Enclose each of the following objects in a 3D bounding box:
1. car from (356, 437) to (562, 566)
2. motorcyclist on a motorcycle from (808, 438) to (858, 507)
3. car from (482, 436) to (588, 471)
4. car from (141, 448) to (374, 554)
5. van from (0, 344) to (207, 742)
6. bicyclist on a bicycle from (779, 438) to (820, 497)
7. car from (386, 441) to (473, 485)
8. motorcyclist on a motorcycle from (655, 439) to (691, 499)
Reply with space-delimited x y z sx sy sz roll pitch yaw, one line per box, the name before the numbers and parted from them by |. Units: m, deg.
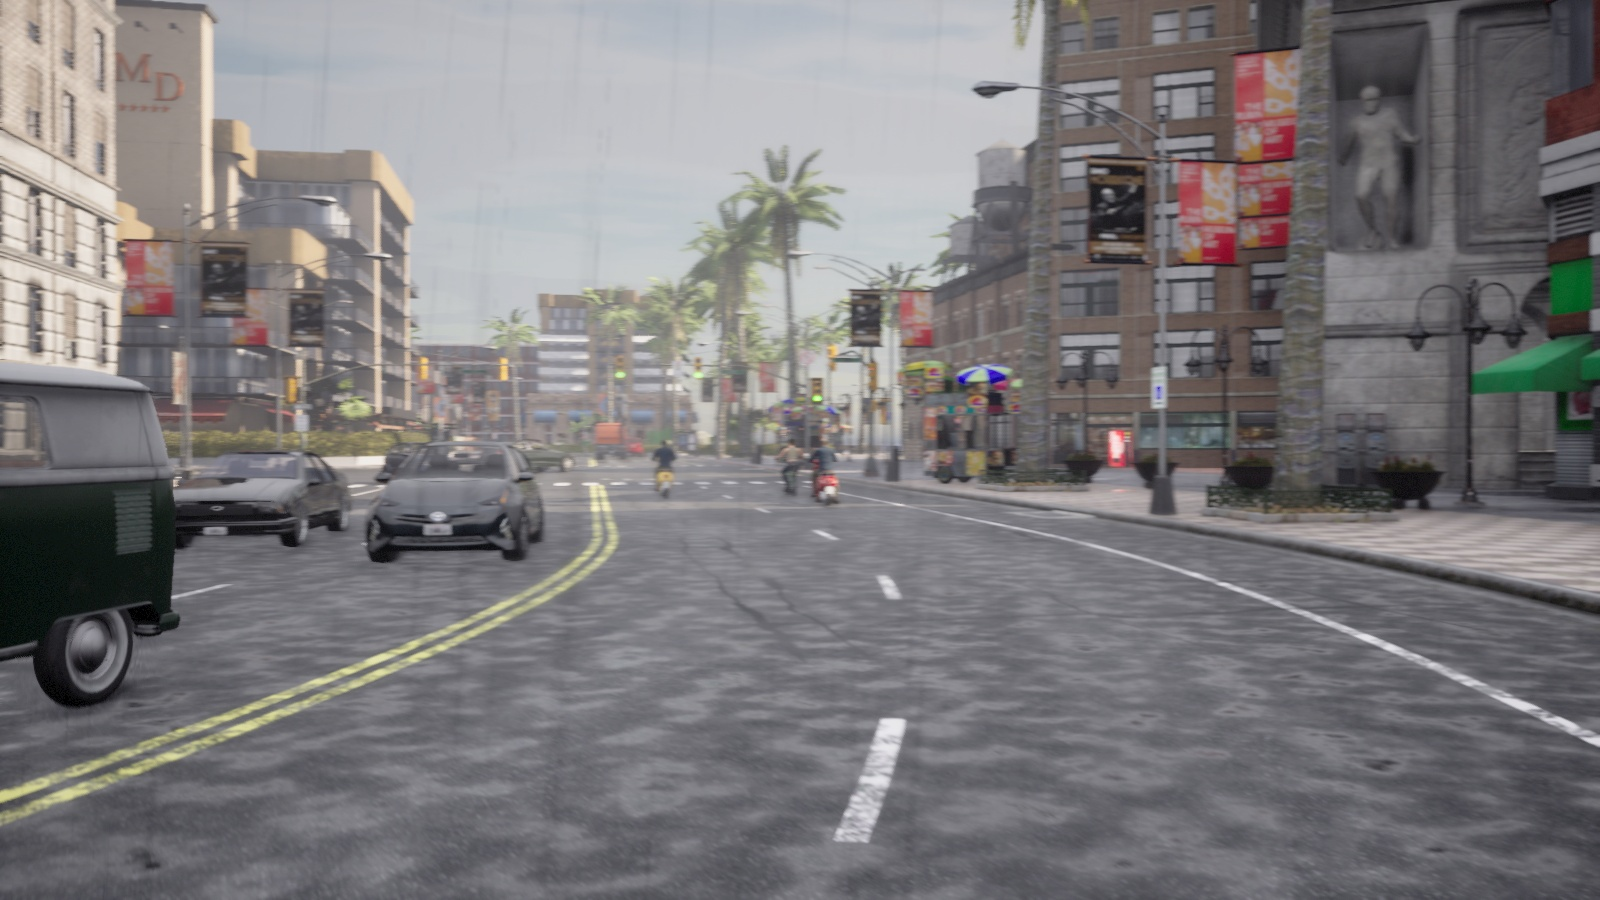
car | -4.458 0.594 17.129 2.007 1.525 4.514 0 0 -6
motorcyclist on a motorcycle | 0.764 0.518 29.884 0.866 1.590 1.817 0 1 -9
car | -13.272 0.155 63.186 2.152 1.651 5.027 0 1 38
car | -8.253 0.683 19.693 2.033 1.411 5.357 0 0 -8
van | -4.953 0.468 5.879 1.775 1.987 4.442 0 0 8
bicyclist on a bicycle | -0.023 0.472 34.866 0.866 1.612 1.509 0 0 -10
car | -13.779 0.456 46.592 1.789 1.549 3.705 0 0 -39
motorcyclist on a motorcycle | -3.462 0.497 34.108 0.866 1.590 1.817 0 0 -9
